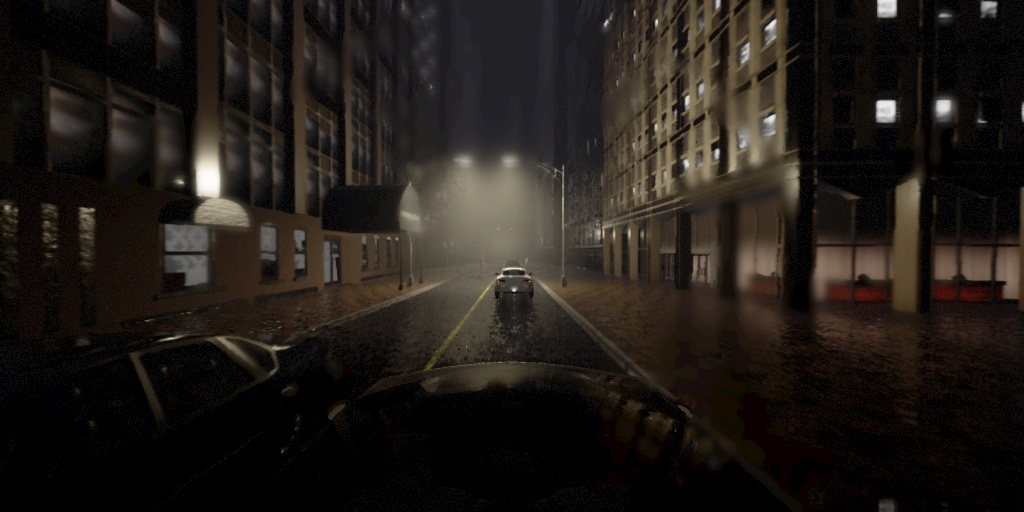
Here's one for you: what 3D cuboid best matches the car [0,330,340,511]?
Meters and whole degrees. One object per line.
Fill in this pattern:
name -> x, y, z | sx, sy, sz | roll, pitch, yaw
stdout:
car -> -3.097, 1.298, 2.203 | 2.033, 1.411, 5.357 | 0, 0, 0

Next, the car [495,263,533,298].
car -> 0.101, 1.281, 18.508 | 1.812, 1.442, 4.674 | 0, 0, 0

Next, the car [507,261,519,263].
car -> 0.103, 1.280, 41.960 | 1.837, 1.490, 4.892 | 0, 0, 0
